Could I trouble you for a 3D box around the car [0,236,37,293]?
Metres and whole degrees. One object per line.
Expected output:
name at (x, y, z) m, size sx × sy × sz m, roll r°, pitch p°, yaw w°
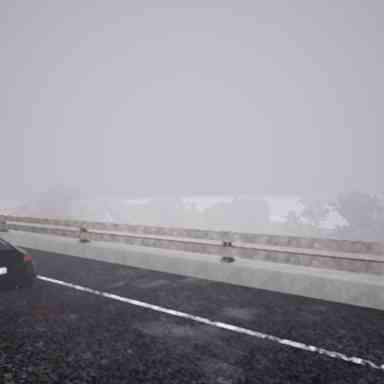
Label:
car at (-5.607, 1.621, 8.027) m, size 4.181 × 1.385 × 1.994 m, roll 0°, pitch 0°, yaw 36°
